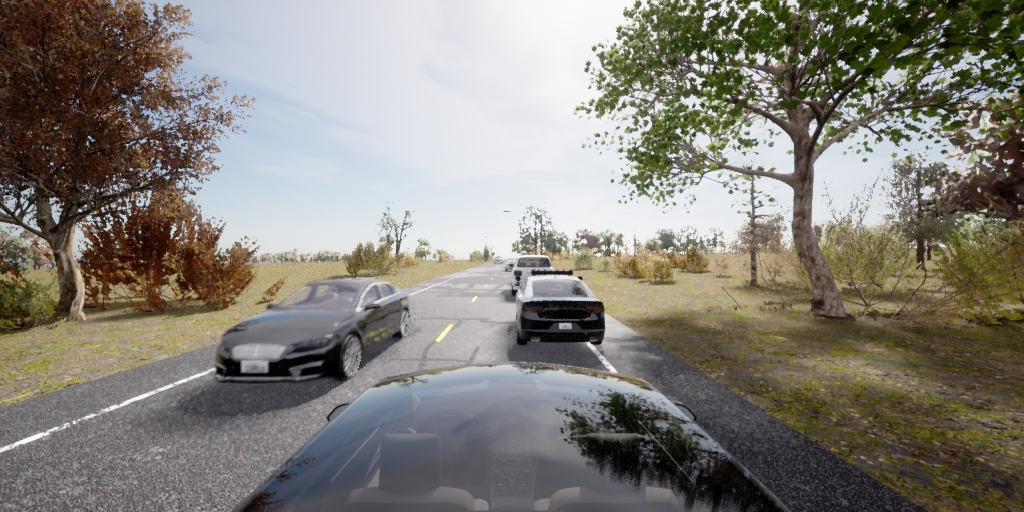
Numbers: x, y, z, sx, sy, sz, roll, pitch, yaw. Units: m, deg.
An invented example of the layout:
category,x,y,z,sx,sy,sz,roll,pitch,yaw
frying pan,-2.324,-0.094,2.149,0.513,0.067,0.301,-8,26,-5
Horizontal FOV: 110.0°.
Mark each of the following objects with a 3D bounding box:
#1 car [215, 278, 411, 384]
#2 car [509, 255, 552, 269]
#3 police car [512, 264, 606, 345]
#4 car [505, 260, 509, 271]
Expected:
category,x,y,z,sx,sy,sz,roll,pitch,yaw
car,-3.497,1.243,7.329,2.128,1.511,4.902,0,0,0
car,1.057,0.979,19.566,2.150,2.045,5.566,0,0,0
police car,1.053,1.177,9.644,1.930,1.638,5.238,0,0,0
car,0.055,1.285,48.265,1.812,1.442,4.674,0,0,1
